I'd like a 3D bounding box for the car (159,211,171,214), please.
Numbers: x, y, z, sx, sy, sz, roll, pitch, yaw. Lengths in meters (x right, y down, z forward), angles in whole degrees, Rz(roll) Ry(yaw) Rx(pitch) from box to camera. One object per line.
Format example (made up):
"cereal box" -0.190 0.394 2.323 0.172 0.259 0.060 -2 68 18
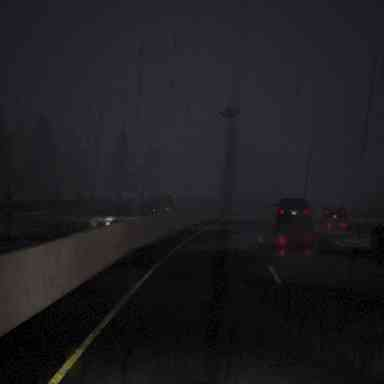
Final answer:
"car" -3.808 1.410 36.203 2.150 2.045 5.566 0 0 19

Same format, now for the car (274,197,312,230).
"car" 6.827 1.373 22.621 2.150 2.045 5.566 0 0 15

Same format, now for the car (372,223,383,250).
"car" 8.150 1.572 11.822 1.882 1.535 5.008 0 0 8

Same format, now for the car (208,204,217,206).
"car" 2.555 1.743 43.454 2.128 1.511 4.902 0 -1 20

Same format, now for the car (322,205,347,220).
"car" 13.019 1.816 30.649 1.895 1.301 4.718 0 0 19
